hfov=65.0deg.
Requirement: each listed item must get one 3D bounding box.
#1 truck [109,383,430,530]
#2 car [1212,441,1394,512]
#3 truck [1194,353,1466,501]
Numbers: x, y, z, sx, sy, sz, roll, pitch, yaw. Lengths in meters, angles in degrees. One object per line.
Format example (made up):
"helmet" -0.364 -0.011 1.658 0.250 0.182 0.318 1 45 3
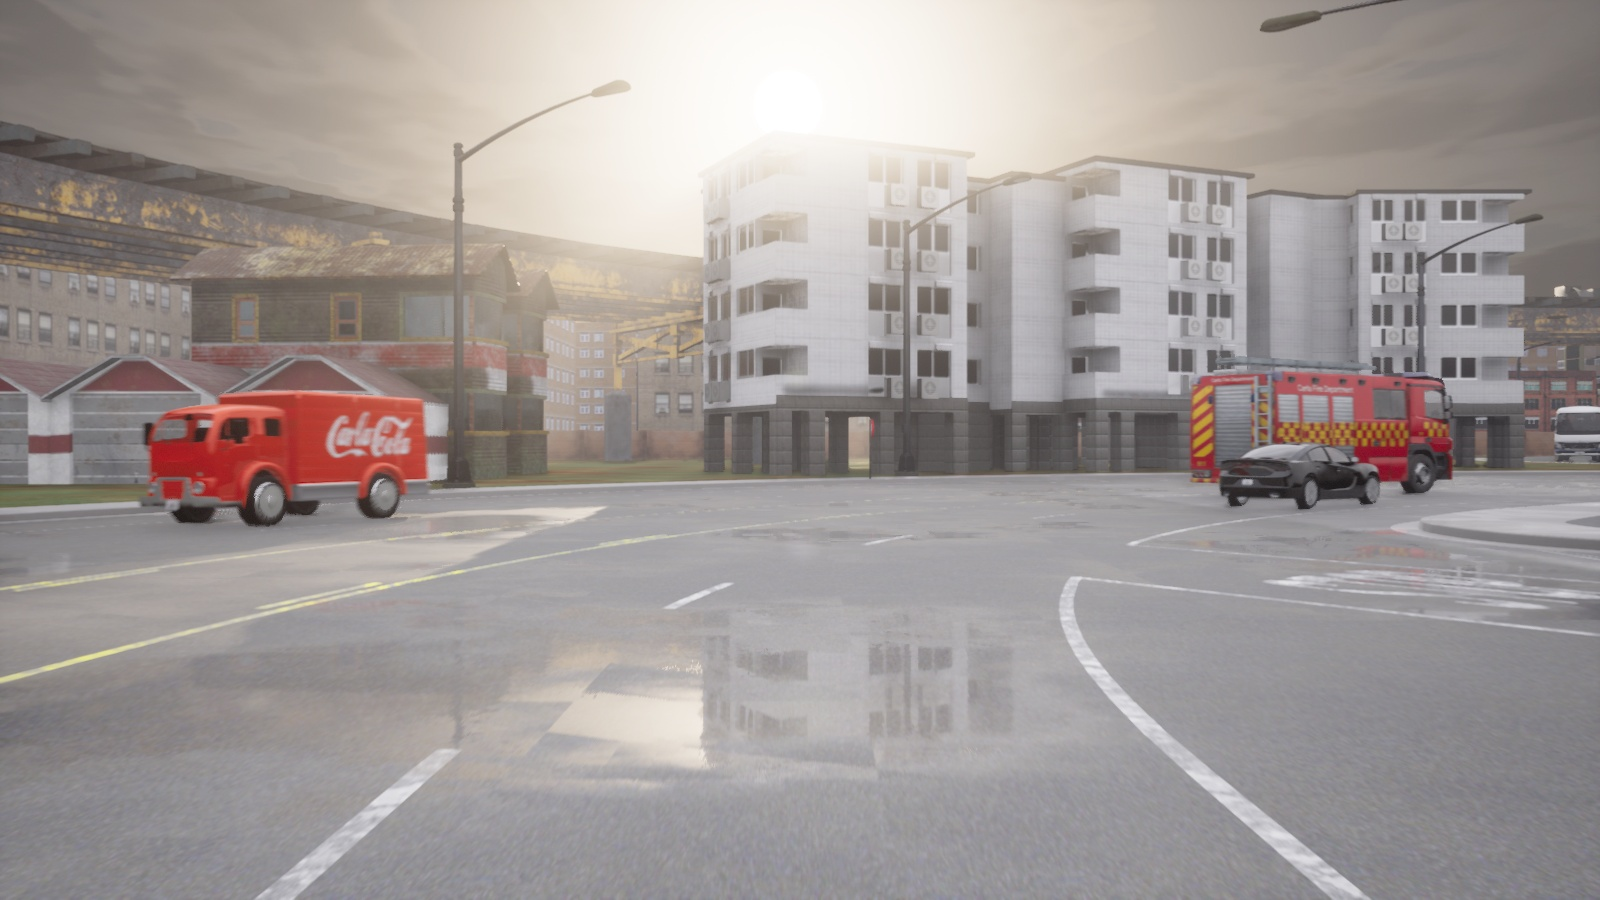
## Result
"truck" -9.897 0.120 23.963 2.627 2.467 5.204 -1 0 25
"car" 11.869 0.568 29.480 5.008 1.535 1.882 0 0 -41
"truck" 15.329 -0.609 36.044 8.468 3.827 2.891 0 0 -33
